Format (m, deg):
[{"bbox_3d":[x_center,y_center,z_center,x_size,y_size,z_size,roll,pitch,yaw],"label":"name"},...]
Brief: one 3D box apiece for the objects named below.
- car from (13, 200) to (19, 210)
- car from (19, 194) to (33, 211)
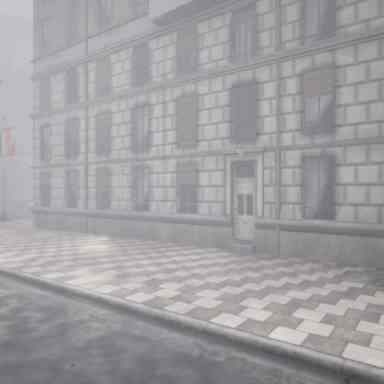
[{"bbox_3d":[-19.310,1.221,41.848,2.150,2.045,5.566,0,0,36],"label":"car"},{"bbox_3d":[-17.118,1.352,38.901,2.097,1.767,4.553,0,0,36],"label":"car"}]
